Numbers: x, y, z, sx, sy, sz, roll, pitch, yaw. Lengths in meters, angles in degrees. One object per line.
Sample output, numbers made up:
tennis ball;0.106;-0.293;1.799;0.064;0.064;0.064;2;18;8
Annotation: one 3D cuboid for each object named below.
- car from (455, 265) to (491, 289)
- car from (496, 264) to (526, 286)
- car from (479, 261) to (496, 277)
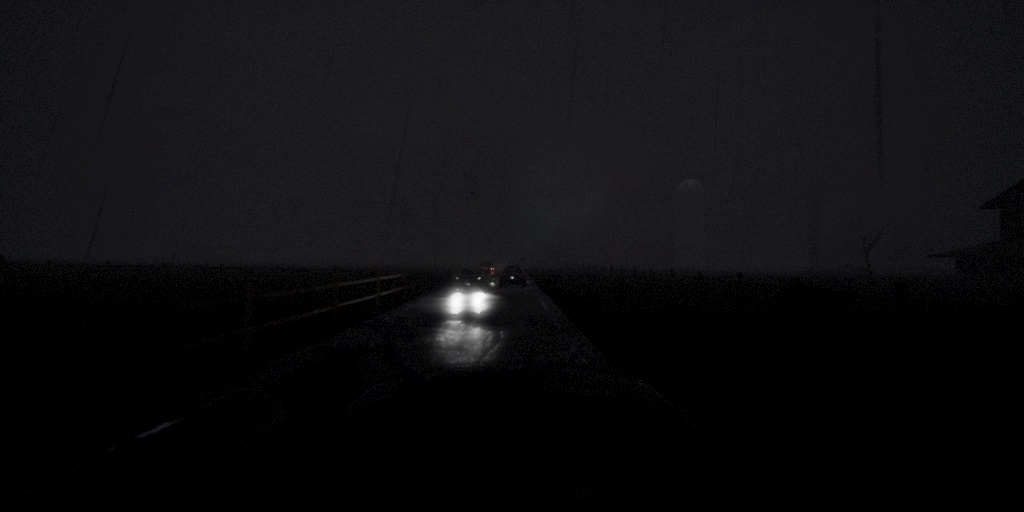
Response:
car;-2.770;1.519;25.106;1.895;1.301;4.718;0;0;0
car;0.044;1.497;27.092;1.994;1.385;4.181;0;0;1
car;-2.775;1.369;38.836;2.097;1.767;4.553;0;0;0
